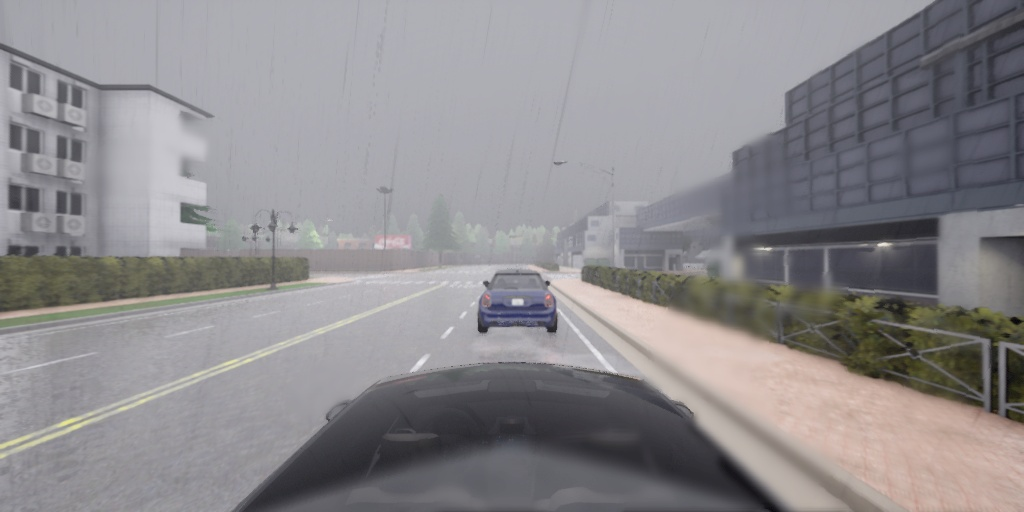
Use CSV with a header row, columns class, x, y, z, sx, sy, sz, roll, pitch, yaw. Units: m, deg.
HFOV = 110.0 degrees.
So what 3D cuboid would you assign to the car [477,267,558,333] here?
class,x,y,z,sx,sy,sz,roll,pitch,yaw
car,0.144,1.168,11.092,2.097,1.767,4.553,0,0,0
